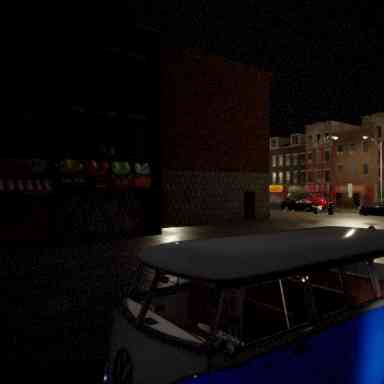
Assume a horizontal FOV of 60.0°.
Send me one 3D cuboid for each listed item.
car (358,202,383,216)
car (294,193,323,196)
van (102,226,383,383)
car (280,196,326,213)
[{"bbox_3d":[17.125,1.571,29.575,1.994,1.385,4.181,0,0,-35],"label":"car"},{"bbox_3d":[13.318,1.200,40.002,2.150,2.045,5.566,0,0,-35],"label":"car"},{"bbox_3d":[1.075,1.341,3.587,3.998,1.788,1.690,0,0,-36],"label":"van"},{"bbox_3d":[12.006,1.491,36.762,2.128,1.511,4.902,0,0,-35],"label":"car"}]
